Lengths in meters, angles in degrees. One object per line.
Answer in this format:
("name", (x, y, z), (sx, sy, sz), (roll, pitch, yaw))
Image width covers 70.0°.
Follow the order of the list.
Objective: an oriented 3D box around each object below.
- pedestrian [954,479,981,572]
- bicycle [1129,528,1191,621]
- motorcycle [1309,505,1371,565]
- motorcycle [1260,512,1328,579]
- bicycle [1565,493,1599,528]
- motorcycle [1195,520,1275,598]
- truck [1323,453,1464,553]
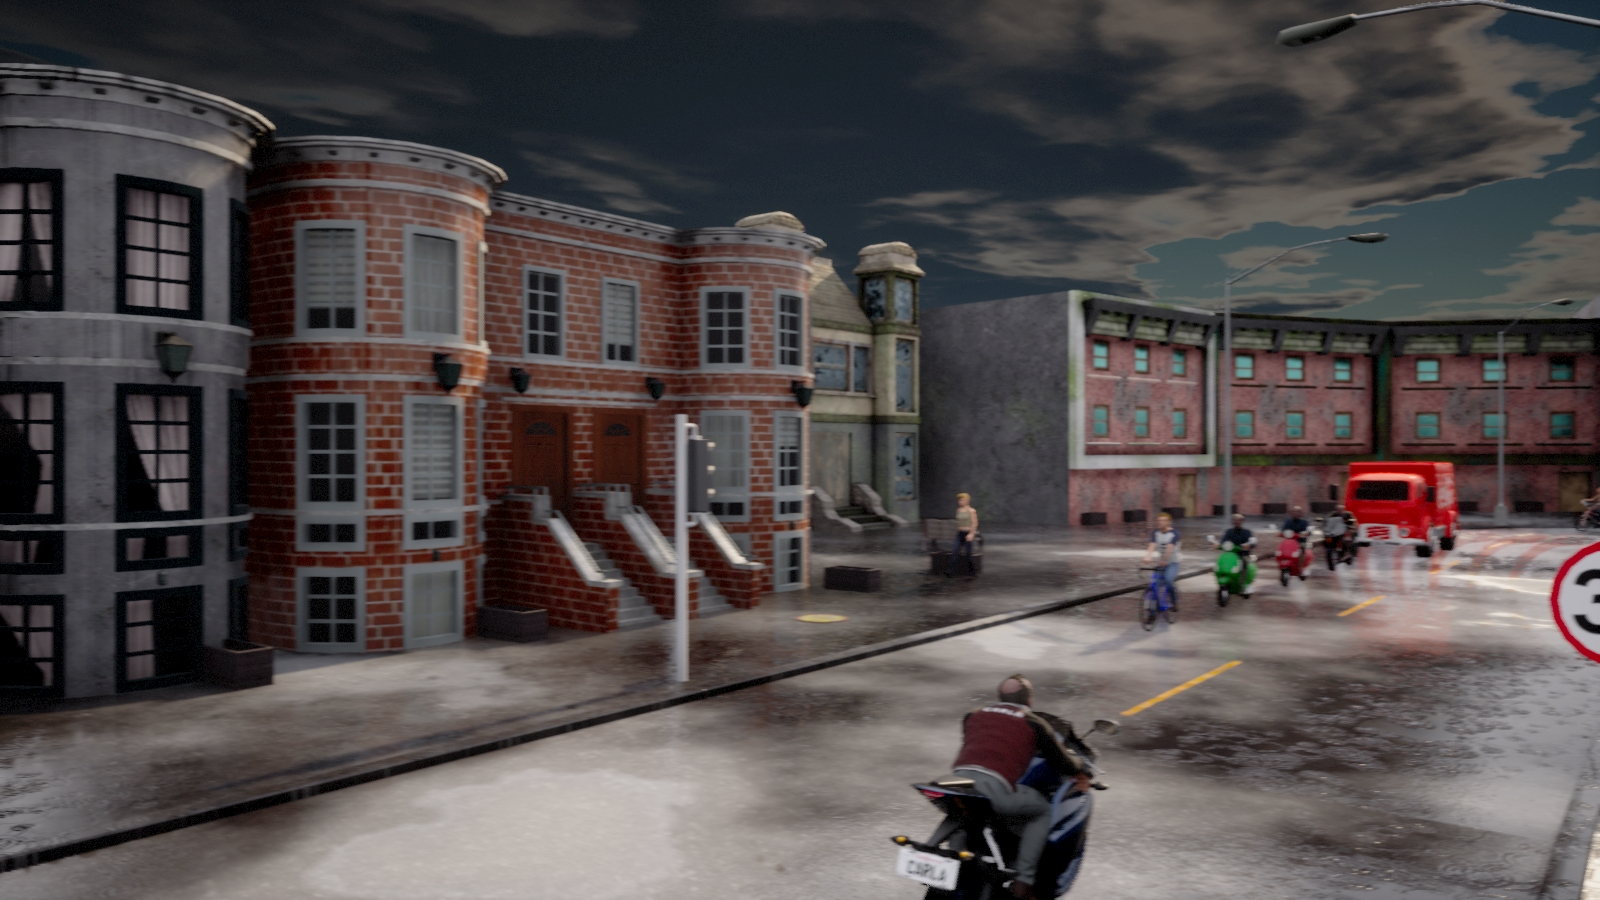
("pedestrian", (3.422, 1.524, 23.341), (0.375, 1.860, 0.375), (0, 0, -45))
("bicycle", (5.694, 1.933, 18.021), (0.373, 1.296, 1.643), (0, 0, 38))
("motorcycle", (12.818, 1.977, 27.089), (0.867, 1.251, 2.209), (0, 0, 38))
("motorcycle", (10.318, 1.956, 23.839), (0.856, 1.236, 1.805), (0, 0, 39))
("bicycle", (26.534, 2.018, 38.069), (1.487, 1.080, 0.859), (1, 1, -1))
("motorcycle", (7.961, 1.957, 20.878), (0.856, 1.236, 1.805), (0, 0, 38))
("truck", (16.359, 1.337, 31.338), (2.627, 2.467, 5.204), (0, 0, 37))
